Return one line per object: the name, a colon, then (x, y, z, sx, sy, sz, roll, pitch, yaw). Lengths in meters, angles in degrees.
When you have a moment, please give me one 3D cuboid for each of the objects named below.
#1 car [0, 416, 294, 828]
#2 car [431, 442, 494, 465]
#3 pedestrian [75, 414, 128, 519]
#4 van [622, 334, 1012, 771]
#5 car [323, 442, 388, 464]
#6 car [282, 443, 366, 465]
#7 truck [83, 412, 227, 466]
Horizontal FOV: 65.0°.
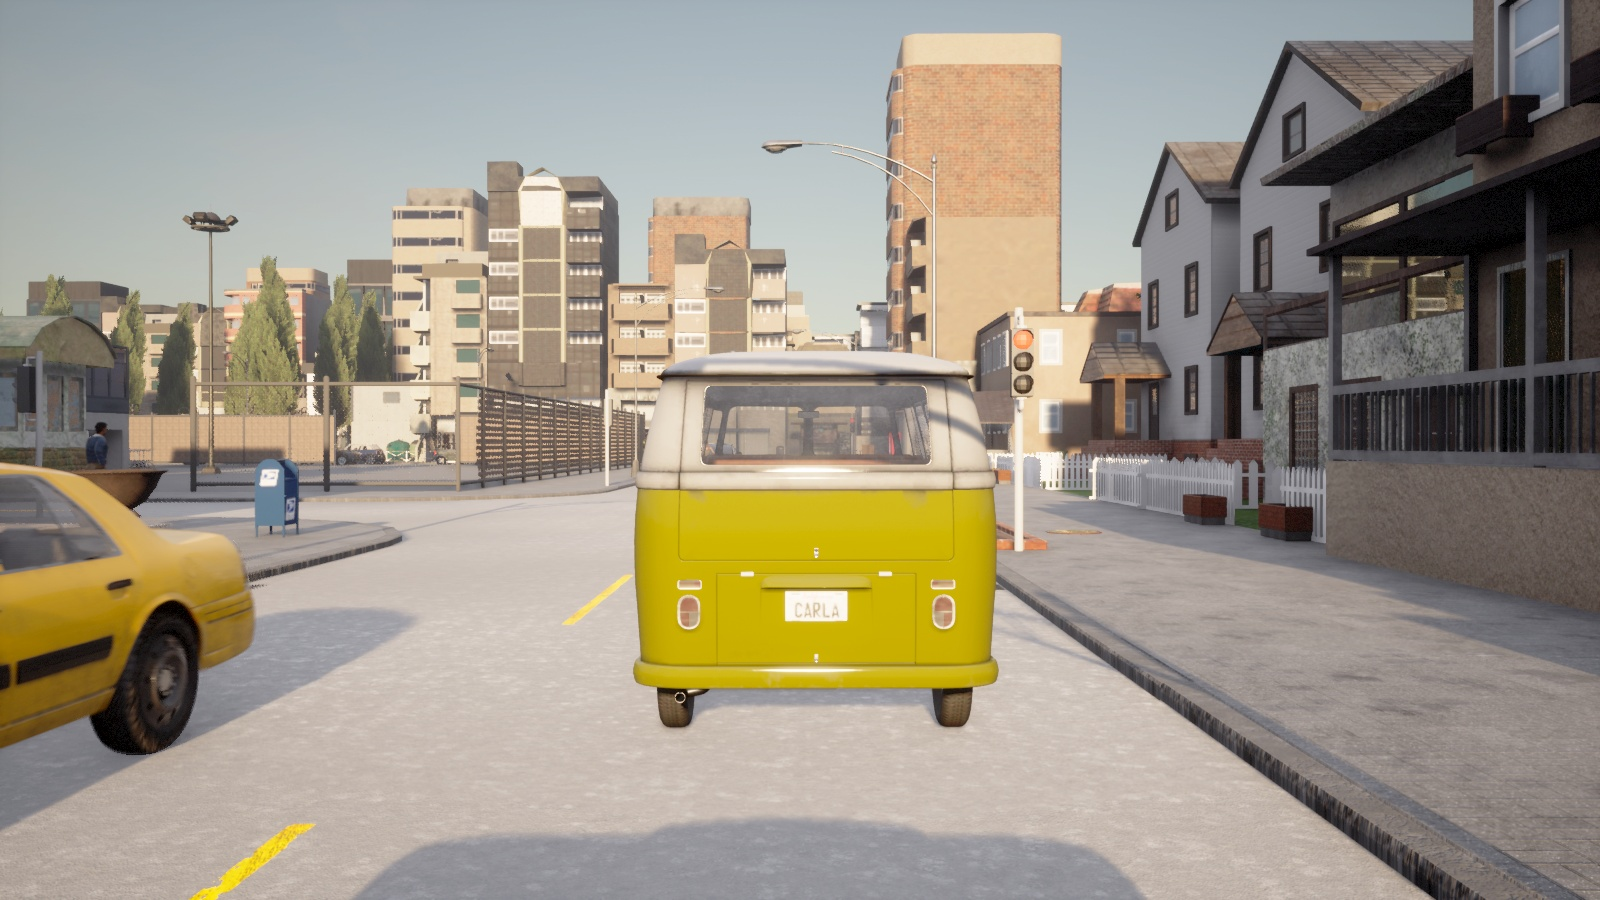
car: (-3.958, 0.655, 4.860, 1.801, 1.575, 5.366, 0, 0, 0)
car: (-22.380, 0.236, 83.458, 3.705, 1.549, 1.789, 0, 0, 0)
pedestrian: (-13.220, 0.305, 23.773, 0.423, 1.949, 0.788, 0, 0, 19)
van: (0.070, 0.454, 7.932, 1.775, 1.987, 4.442, 0, 0, 0)
car: (-30.965, 0.193, 87.498, 3.806, 1.475, 1.970, 0, 0, 0)
car: (-31.592, 0.255, 83.505, 4.892, 1.490, 1.837, 0, 0, 1)
truck: (-42.371, -0.736, 82.736, 7.936, 3.462, 2.891, 0, 0, -13)
